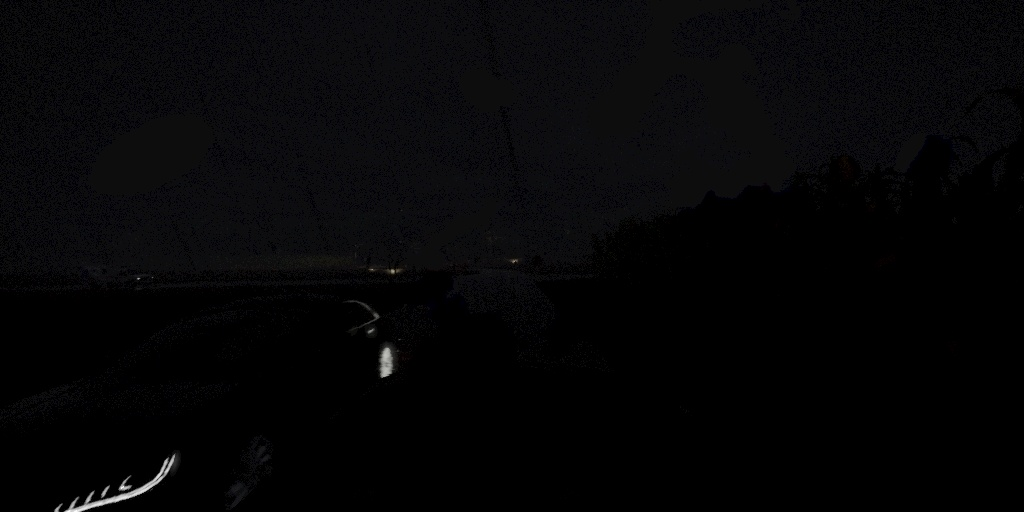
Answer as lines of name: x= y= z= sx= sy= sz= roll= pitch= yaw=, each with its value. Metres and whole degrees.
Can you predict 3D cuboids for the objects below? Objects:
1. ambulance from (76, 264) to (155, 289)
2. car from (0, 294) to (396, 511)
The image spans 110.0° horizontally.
ambulance: x=-42.155 y=2.159 z=38.308 sx=6.366 sy=2.431 sz=2.351 roll=-1 pitch=1 yaw=0
car: x=-2.851 y=1.278 z=4.175 sx=1.837 sy=1.490 sz=4.892 roll=0 pitch=-1 yaw=0
